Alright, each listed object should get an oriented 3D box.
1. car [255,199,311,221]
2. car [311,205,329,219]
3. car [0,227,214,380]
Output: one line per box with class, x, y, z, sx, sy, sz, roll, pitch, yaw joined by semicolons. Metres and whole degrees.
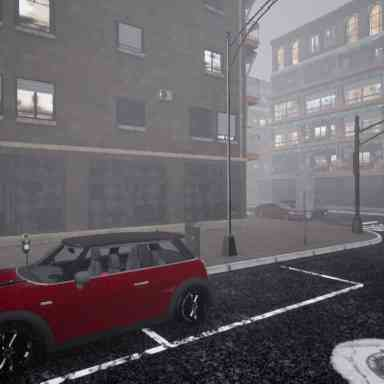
car;6.792;1.472;26.182;1.802;1.307;4.206;0;0;-35
car;8.879;1.347;27.703;1.882;1.535;5.008;-1;1;-35
car;-1.698;1.440;5.408;4.097;1.590;1.967;0;0;-35
